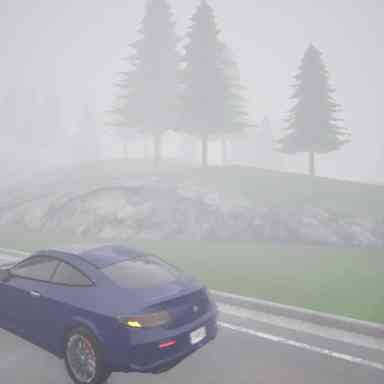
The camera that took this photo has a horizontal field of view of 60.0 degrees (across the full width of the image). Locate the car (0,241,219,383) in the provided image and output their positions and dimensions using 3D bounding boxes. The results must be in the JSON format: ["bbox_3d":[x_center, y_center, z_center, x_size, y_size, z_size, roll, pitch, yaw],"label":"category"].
[{"bbox_3d":[-1.794,1.526,5.272,4.674,1.442,1.812,0,0,36],"label":"car"}]
